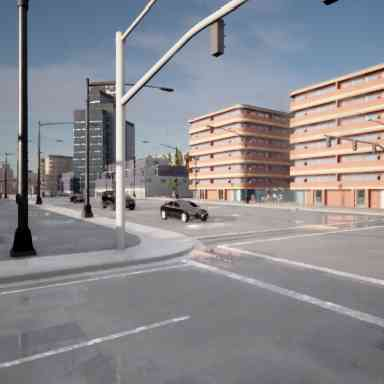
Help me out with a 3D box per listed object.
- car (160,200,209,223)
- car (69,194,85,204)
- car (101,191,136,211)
[{"bbox_3d":[-0.655,1.373,24.866,1.837,1.490,4.892,0,1,-34],"label":"car"},{"bbox_3d":[-16.112,0.977,47.595,1.994,1.385,4.181,0,1,-34],"label":"car"},{"bbox_3d":[-7.985,0.890,35.617,2.150,2.045,5.566,0,1,-34],"label":"car"}]
